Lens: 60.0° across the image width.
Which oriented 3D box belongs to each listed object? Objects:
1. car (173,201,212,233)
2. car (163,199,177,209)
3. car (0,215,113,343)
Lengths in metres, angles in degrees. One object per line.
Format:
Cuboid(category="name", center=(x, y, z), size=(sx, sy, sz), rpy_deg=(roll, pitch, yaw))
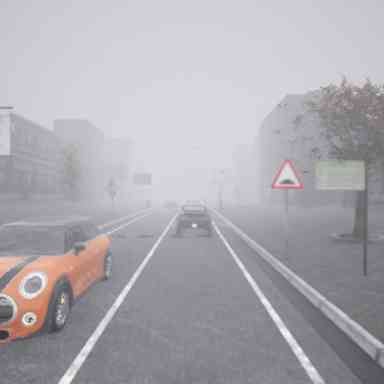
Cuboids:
Cuboid(category="car", center=(0.096, 1.465, 18.959), size=(1.837, 1.490, 4.892), rpy_deg=(1, -1, -1))
Cuboid(category="car", center=(-3.095, 1.765, 49.365), size=(1.994, 1.385, 4.181), rpy_deg=(0, -1, 0))
Cuboid(category="car", center=(-3.102, 1.351, 6.747), size=(2.097, 1.767, 4.553), rpy_deg=(0, 0, 0))
